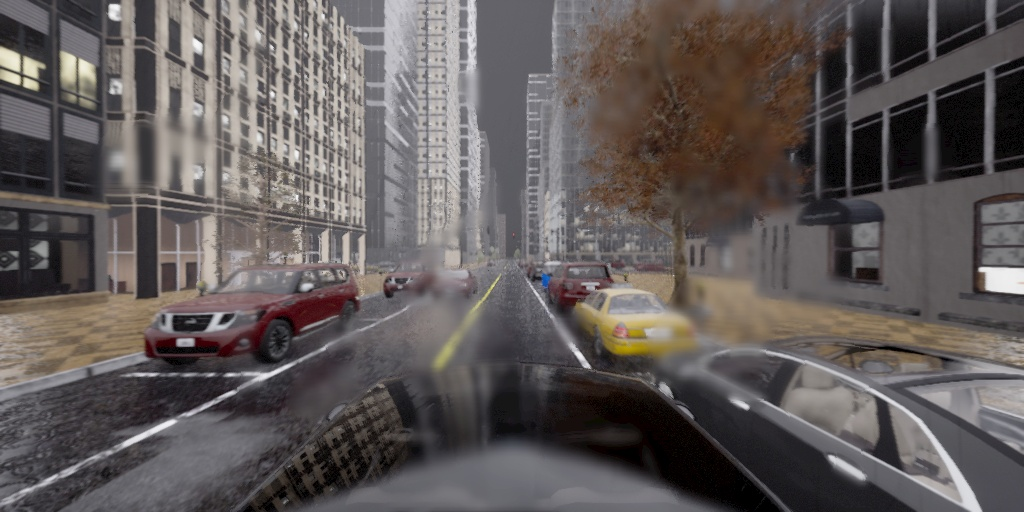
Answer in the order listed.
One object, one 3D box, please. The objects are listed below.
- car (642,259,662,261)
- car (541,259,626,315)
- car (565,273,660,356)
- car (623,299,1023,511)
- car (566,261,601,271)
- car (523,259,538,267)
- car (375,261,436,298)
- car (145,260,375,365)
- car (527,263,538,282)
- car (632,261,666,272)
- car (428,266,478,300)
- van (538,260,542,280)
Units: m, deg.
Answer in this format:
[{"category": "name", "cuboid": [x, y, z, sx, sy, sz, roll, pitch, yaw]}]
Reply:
[{"category": "car", "cuboid": [22.885, 1.415, 60.452, 5.009, 1.841, 2.192, 0, 0, 0]}, {"category": "car", "cuboid": [2.563, 1.144, 14.041, 2.192, 1.841, 5.009, 0, 0, 0]}, {"category": "car", "cuboid": [2.564, 1.318, 8.562, 1.751, 1.417, 4.829, 0, 0, 0]}, {"category": "car", "cuboid": [2.565, 1.307, 2.744, 2.007, 1.370, 4.403, 0, 0, 0]}, {"category": "car", "cuboid": [10.896, 1.513, 54.972, 4.902, 1.511, 2.128, 0, 0, 0]}, {"category": "car", "cuboid": [2.560, 1.290, 36.636, 2.192, 1.841, 5.009, 0, 0, 0]}, {"category": "car", "cuboid": [-5.318, 1.181, 19.656, 2.192, 1.841, 5.009, 0, 0, 0]}, {"category": "car", "cuboid": [-5.317, 1.108, 8.359, 2.192, 1.841, 5.009, 0, 0, 0]}, {"category": "car", "cuboid": [2.561, 1.504, 30.987, 1.948, 1.339, 4.313, 0, 0, 0]}, {"category": "car", "cuboid": [20.174, 1.746, 52.306, 4.207, 1.307, 1.802, 0, 0, 0]}, {"category": "car", "cuboid": [-2.852, 1.386, 18.783, 1.812, 1.442, 4.674, 0, 0, 0]}, {"category": "van", "cuboid": [2.562, 1.207, 19.690, 1.690, 1.789, 3.998, 0, 0, 0]}]
